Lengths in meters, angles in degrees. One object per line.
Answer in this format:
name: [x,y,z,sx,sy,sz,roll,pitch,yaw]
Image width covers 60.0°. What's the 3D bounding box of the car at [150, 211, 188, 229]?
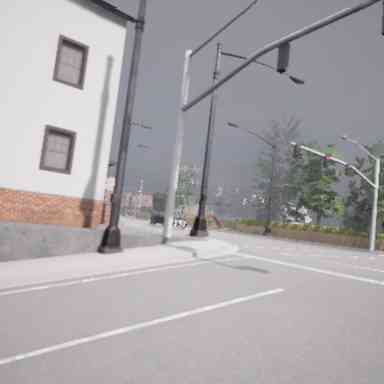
car: [-2.292,2.695,32.458,2.128,1.511,4.902,10,-6,-36]
